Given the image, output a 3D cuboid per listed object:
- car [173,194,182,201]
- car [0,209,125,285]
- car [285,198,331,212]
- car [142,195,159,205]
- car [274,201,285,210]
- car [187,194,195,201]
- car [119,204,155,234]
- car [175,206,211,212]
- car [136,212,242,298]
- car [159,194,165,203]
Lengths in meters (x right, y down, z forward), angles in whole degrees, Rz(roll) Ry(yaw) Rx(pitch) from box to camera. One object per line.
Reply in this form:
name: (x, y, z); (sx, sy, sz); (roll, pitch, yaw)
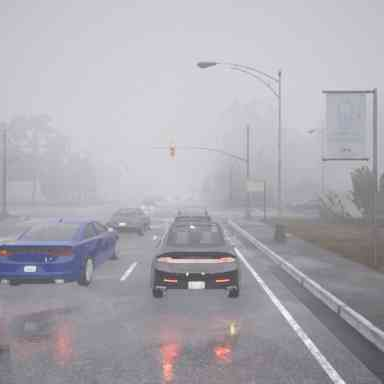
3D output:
car: (-3.800, 1.467, 85.318); (1.882, 1.535, 5.008); (0, 0, 0)
car: (-3.432, 1.477, 9.513); (1.882, 1.535, 5.008); (0, 0, 0)
car: (13.570, 1.524, 38.143); (4.674, 1.442, 1.812); (0, 0, 3)
car: (-7.278, 1.502, 56.623); (1.837, 1.490, 4.892); (0, 0, 0)
car: (12.850, 1.487, 41.702); (4.902, 1.511, 2.128); (0, 0, 3)
car: (-0.302, 1.515, 85.713); (2.128, 1.511, 4.902); (0, 0, 0)
car: (-3.463, 1.563, 18.504); (1.994, 1.385, 4.181); (0, 0, 0)
car: (0.038, 1.477, 18.004); (1.882, 1.535, 5.008); (0, 0, 0)
car: (0.073, 1.491, 8.508); (2.128, 1.511, 4.902); (0, 0, 0)
car: (-7.243, 1.503, 68.691); (1.837, 1.490, 4.892); (0, 0, 0)
